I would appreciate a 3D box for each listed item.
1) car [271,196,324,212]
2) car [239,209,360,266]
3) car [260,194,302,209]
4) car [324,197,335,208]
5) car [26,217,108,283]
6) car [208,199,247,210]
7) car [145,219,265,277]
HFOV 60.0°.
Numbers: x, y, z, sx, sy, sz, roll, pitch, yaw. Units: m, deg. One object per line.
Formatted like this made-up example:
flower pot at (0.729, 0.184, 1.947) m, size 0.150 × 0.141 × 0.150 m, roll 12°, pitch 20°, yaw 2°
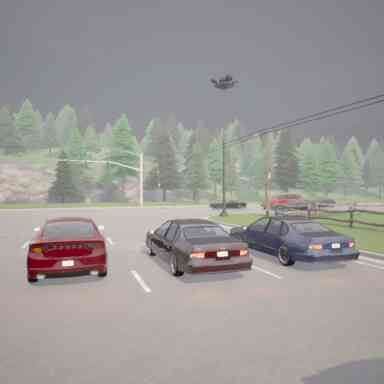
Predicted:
car at (11.977, 1.491, 37.652) m, size 4.902 × 1.511 × 2.128 m, roll 0°, pitch 0°, yaw -20°
car at (3.172, 1.547, 11.644) m, size 2.033 × 1.411 × 5.357 m, roll 0°, pitch 0°, yaw -20°
car at (11.183, 1.221, 41.088) m, size 5.566 × 2.045 × 2.150 m, roll 0°, pitch 0°, yaw -19°
car at (17.915, 1.492, 47.129) m, size 4.902 × 1.511 × 2.128 m, roll 0°, pitch 0°, yaw -19°
car at (-3.648, 1.478, 9.932) m, size 1.882 × 1.535 × 5.008 m, roll 0°, pitch 0°, yaw -19°
car at (4.501, 1.601, 42.349) m, size 4.718 × 1.301 × 1.895 m, roll 0°, pitch 0°, yaw -21°
car at (-0.105, 1.547, 10.403) m, size 2.033 × 1.411 × 5.357 m, roll 0°, pitch 0°, yaw -20°
